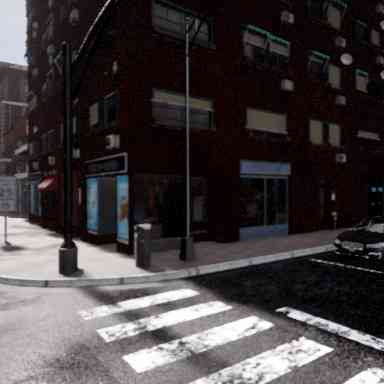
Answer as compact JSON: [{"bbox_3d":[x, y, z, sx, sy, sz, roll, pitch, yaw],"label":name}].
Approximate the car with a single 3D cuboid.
[{"bbox_3d":[6.579,1.496,11.276,4.403,1.369,2.008,0,0,-36],"label":"car"}]
